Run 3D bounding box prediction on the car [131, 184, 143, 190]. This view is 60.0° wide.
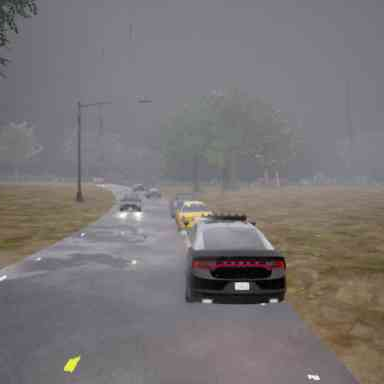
[{"bbox_3d":[-10.371,-0.845,63.607,1.837,1.490,4.892,0,3,-20],"label":"car"}]

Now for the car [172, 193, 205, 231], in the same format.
[{"bbox_3d":[0.042,1.161,18.371,1.801,1.575,5.366,-2,3,-5],"label":"car"}]

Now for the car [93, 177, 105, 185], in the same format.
[{"bbox_3d":[-25.619,-3.035,91.281,2.150,2.045,5.566,0,3,-28],"label":"car"}]

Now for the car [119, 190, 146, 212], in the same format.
[{"bbox_3d":[-5.348,0.882,29.370,2.033,1.411,5.357,0,2,-8],"label":"car"}]

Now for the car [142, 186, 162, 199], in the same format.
[{"bbox_3d":[-5.325,0.144,45.667,1.812,1.442,4.674,0,3,-13],"label":"car"}]

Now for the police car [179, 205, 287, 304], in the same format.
[{"bbox_3d":[0.747,1.355,8.213,1.930,1.638,5.238,0,1,-2],"label":"police car"}]

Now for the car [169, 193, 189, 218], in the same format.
[{"bbox_3d":[-0.568,0.860,24.193,2.097,1.767,4.553,-1,1,-7],"label":"car"}]
